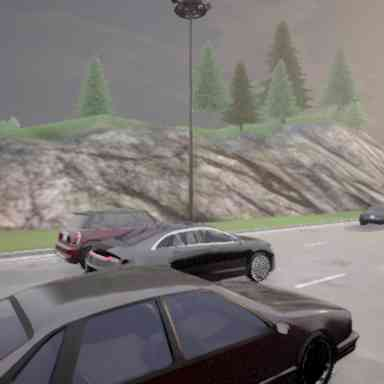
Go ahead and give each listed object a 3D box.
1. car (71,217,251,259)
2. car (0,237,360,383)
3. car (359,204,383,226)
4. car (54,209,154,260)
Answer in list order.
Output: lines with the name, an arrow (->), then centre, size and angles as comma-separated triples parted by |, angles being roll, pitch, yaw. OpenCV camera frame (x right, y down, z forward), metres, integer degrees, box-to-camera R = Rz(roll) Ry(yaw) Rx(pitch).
car -> -0.041, 1.478, 8.038 | 4.902, 1.511, 2.128 | 0, 0, -36
car -> -0.484, 1.544, 3.410 | 5.357, 1.411, 2.033 | 0, 0, -36
car -> 12.622, 1.477, 21.438 | 4.181, 1.385, 1.994 | 0, 0, -36
car -> -1.978, 1.340, 10.958 | 4.553, 1.767, 2.097 | 0, 0, -36
